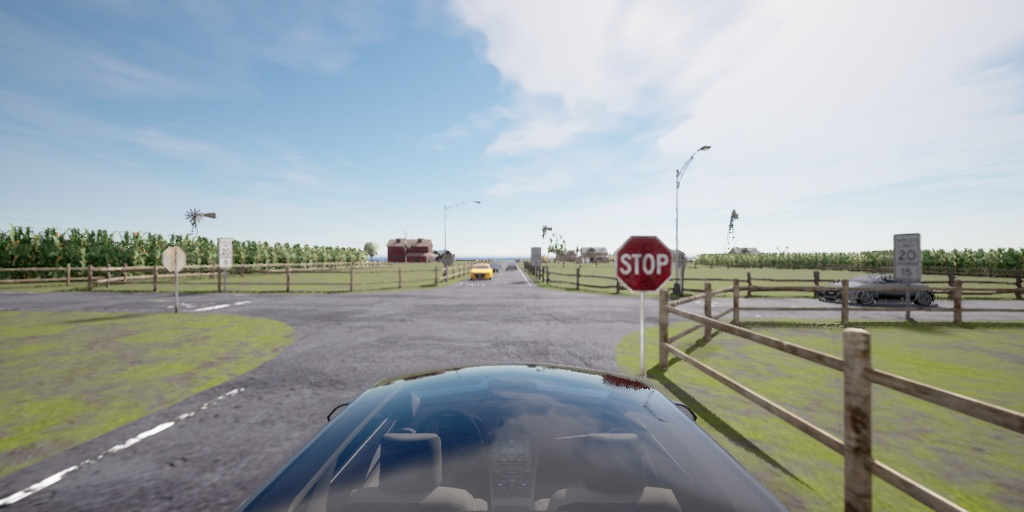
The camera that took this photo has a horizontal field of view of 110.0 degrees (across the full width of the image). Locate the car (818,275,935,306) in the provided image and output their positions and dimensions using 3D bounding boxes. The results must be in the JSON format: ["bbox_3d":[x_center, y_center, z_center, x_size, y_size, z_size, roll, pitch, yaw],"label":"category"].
[{"bbox_3d":[17.335,1.594,17.206,4.181,1.385,1.994,0,0,1],"label":"car"}]

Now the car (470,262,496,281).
[{"bbox_3d":[-2.852,1.498,34.211,1.882,1.535,5.008,0,0,0],"label":"car"}]

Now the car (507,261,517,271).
[{"bbox_3d":[-0.015,1.793,61.457,2.033,1.411,5.357,0,0,0],"label":"car"}]

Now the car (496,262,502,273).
[{"bbox_3d":[-2.850,1.720,50.459,1.994,1.385,4.181,0,-1,0],"label":"car"}]
